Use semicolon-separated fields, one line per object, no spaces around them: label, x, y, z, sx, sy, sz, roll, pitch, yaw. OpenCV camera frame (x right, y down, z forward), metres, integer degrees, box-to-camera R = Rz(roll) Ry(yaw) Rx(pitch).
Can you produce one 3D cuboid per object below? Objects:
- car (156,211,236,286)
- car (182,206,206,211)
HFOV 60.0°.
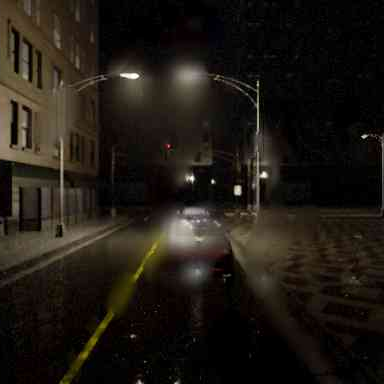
car;0.103;1.506;9.428;2.128;1.511;4.902;0;0;0
car;0.127;1.578;20.279;2.033;1.411;5.357;0;0;-1
